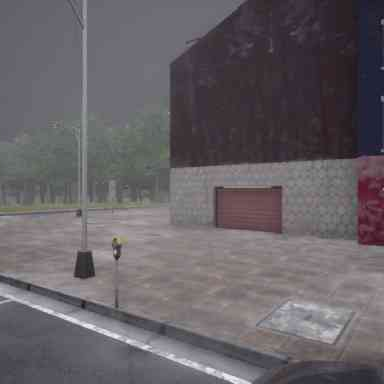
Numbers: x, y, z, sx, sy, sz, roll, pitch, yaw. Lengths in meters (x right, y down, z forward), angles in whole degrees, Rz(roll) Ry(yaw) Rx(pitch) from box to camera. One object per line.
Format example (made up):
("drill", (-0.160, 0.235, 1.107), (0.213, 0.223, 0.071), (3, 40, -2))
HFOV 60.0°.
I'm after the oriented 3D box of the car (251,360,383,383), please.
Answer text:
("car", (2.105, 1.551, 1.305), (4.403, 1.369, 2.008), (0, 0, 36))
